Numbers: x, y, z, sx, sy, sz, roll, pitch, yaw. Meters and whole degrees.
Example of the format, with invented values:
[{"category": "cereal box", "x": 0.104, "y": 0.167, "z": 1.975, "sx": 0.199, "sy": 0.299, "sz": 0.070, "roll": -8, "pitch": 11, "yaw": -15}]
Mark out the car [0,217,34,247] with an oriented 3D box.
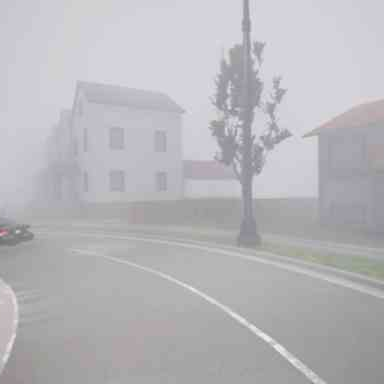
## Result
[{"category": "car", "x": -9.316, "y": 1.651, "z": 13.907, "sx": 5.357, "sy": 1.411, "sz": 2.033, "roll": -1, "pitch": 0, "yaw": 17}]
